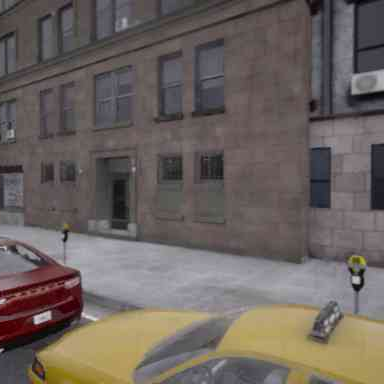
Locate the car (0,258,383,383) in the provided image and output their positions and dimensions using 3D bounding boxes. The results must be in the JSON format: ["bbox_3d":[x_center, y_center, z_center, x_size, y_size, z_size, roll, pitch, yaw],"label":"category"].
[{"bbox_3d":[0.677,1.461,2.385,4.829,1.417,1.752,1,2,35],"label":"car"}]

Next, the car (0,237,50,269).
[{"bbox_3d":[-3.696,1.414,5.464,4.507,1.381,1.887,1,2,35],"label":"car"}]
